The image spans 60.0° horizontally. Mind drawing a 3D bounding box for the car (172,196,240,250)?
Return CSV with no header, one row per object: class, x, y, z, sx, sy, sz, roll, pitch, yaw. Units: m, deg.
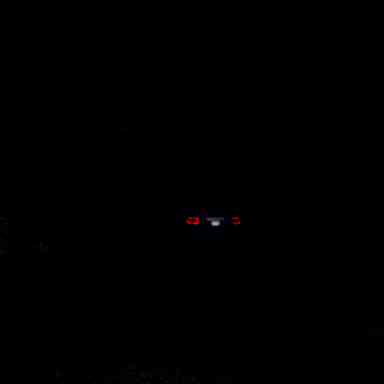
car,0.447,1.183,14.403,2.150,2.045,5.566,1,0,-8
